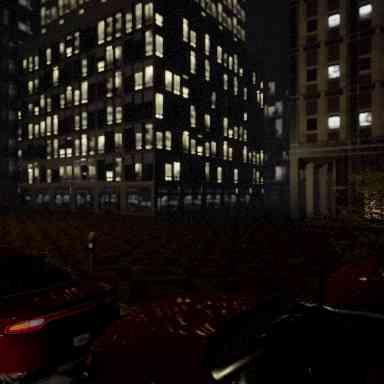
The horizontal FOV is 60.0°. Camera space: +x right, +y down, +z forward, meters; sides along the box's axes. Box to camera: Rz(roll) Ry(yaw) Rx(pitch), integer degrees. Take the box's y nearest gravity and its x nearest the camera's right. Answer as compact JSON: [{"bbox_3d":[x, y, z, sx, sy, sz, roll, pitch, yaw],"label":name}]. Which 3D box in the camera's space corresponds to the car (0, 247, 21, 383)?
[{"bbox_3d":[-3.059,1.520,5.063,4.507,1.381,1.887,0,0,36],"label":"car"}]

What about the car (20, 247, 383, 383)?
[{"bbox_3d":[1.451,1.316,1.846,5.009,1.841,2.192,0,0,36],"label":"car"}]
